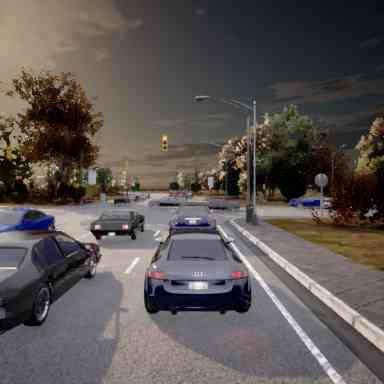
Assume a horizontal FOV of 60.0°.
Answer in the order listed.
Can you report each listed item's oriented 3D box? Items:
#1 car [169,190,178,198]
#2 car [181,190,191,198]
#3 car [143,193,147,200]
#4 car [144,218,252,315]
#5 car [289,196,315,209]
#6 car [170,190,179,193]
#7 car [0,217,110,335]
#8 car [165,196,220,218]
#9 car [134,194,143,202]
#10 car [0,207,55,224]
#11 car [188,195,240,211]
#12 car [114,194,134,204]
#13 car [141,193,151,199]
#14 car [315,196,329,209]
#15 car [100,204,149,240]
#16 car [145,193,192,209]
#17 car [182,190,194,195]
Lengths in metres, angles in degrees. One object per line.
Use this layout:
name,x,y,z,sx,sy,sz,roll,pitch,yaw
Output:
car,-5.170,0.446,93.598,2.150,2.045,5.566,0,1,-7
car,-1.659,0.447,93.728,2.150,2.045,5.566,0,1,-7
car,-10.913,1.104,71.119,1.895,1.301,4.718,0,1,-1
car,0.074,1.542,7.625,1.994,1.385,4.181,0,0,-1
car,14.454,1.230,40.872,5.008,1.535,1.882,0,0,-4
car,-4.329,0.594,82.857,2.150,2.045,5.566,0,1,-3
car,-3.423,1.529,6.933,2.033,1.411,5.357,0,0,-1
car,0.028,1.273,16.259,2.097,1.767,4.553,0,0,0
car,-10.860,1.097,61.162,2.128,1.511,4.902,0,0,0
car,-7.171,1.419,13.249,1.882,1.535,5.008,0,0,0
car,2.428,1.336,35.502,5.357,1.411,2.033,0,0,-18
car,-10.840,1.275,52.060,1.895,1.301,4.718,0,0,0
car,-11.269,0.908,81.396,1.812,1.442,4.674,0,1,-2
car,17.401,0.996,37.547,5.566,2.045,2.150,0,0,-3
car,-3.493,1.520,16.578,1.895,1.301,4.718,0,0,-1
car,-2.824,1.251,39.815,4.902,1.511,2.128,0,0,-4
car,-0.644,0.898,78.916,1.882,1.535,5.008,0,1,-3
